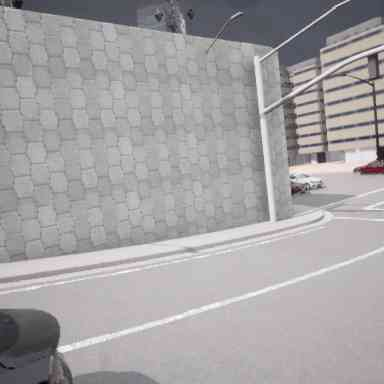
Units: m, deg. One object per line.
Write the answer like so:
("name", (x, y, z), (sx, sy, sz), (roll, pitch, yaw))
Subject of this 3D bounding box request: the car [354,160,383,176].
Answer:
("car", (19.480, -2.551, 35.004), (1.812, 1.442, 4.674), (-10, 6, -35))

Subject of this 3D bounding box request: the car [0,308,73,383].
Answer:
("car", (-3.198, 1.511, 1.711), (4.892, 1.490, 1.837), (1, -1, -35))

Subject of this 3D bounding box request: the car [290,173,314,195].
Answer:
("car", (7.354, -0.456, 27.854), (1.812, 1.442, 4.674), (-10, 6, -35))

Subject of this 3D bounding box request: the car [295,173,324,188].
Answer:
("car", (9.707, -0.971, 30.495), (1.812, 1.442, 4.674), (-10, 6, -35))
